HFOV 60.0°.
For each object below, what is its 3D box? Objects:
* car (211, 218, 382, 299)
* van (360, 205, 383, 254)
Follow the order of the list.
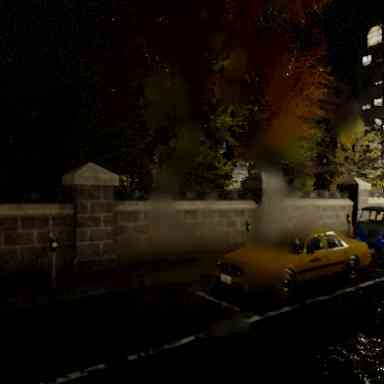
[{"bbox_3d":[2.691,1.530,8.468,4.829,1.417,1.752,0,1,-35],"label":"car"},{"bbox_3d":[7.401,1.350,11.825,3.998,1.788,1.690,0,1,-35],"label":"van"}]
